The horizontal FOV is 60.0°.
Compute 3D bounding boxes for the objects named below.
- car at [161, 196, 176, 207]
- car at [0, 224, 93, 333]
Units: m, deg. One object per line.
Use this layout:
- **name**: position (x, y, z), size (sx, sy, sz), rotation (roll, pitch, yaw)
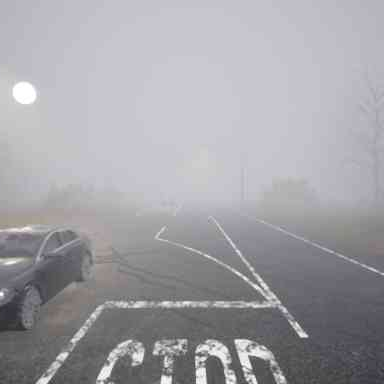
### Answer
- **car**: position (-3.548, 1.444, 50.985), size (2.128, 1.511, 4.902), rotation (0, 0, 0)
- **car**: position (-3.519, 1.489, 6.895), size (2.128, 1.511, 4.902), rotation (0, 0, 0)
